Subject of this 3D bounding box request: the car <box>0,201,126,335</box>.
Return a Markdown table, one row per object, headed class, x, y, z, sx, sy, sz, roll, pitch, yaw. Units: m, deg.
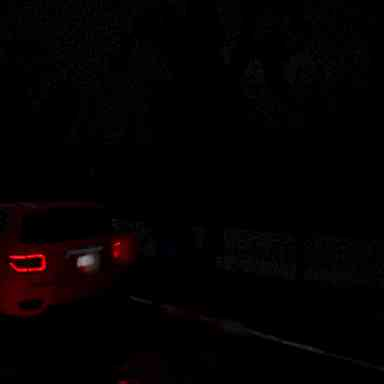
| class | x | y | z | sx | sy | sz | roll | pitch | yaw |
| --- | --- | --- | --- | --- | --- | --- | --- | --- | --- |
| car | -3.739 | 1.203 | 6.873 | 5.566 | 2.045 | 2.150 | -1 | -1 | 39 |
